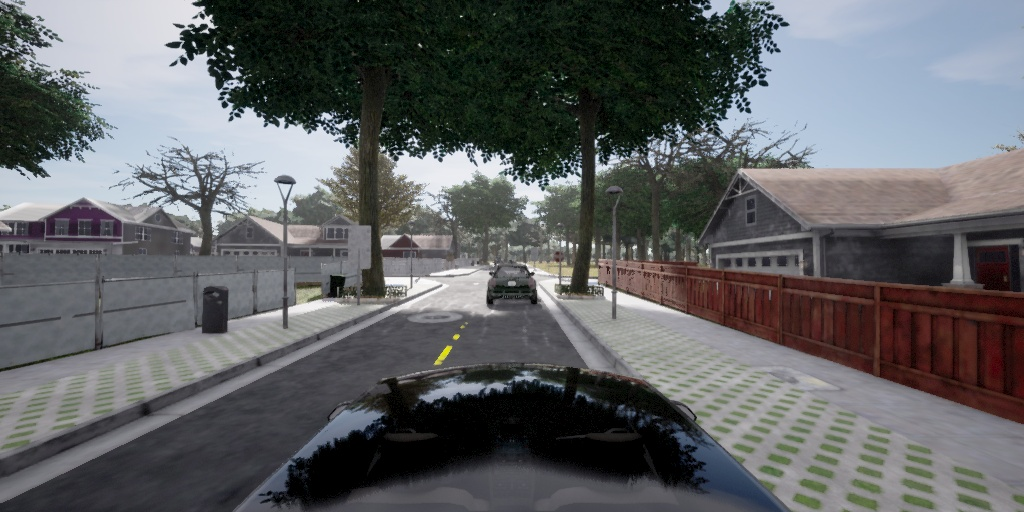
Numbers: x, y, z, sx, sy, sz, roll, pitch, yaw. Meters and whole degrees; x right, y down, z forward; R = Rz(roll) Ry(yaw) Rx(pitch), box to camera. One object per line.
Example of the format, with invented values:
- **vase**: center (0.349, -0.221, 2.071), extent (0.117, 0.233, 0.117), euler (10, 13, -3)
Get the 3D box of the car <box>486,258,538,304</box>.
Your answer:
- **car**: center (0.000, 1.124, 16.479), extent (2.097, 1.767, 4.553), euler (0, 0, 0)
